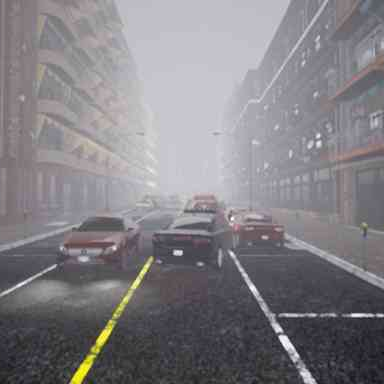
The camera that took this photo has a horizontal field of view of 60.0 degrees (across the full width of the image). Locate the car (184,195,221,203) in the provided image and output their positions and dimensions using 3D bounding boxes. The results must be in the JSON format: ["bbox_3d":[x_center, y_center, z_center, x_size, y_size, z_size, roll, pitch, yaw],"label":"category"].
[{"bbox_3d":[0.761,1.276,20.774,2.097,1.767,4.553,0,0,-3],"label":"car"}]

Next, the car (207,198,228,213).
[{"bbox_3d":[2.711,1.428,36.296,1.887,1.381,4.507,1,0,0],"label":"car"}]

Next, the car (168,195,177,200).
[{"bbox_3d":[-4.994,1.396,86.163,1.947,1.339,4.313,1,0,0],"label":"car"}]

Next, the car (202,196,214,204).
[{"bbox_3d":[2.790,1.388,58.420,1.887,1.381,4.507,1,0,0],"label":"car"}]

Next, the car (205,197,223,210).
[{"bbox_3d":[2.731,1.421,41.828,2.008,1.369,4.403,1,0,0],"label":"car"}]

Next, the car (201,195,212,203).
[{"bbox_3d":[2.809,1.382,63.950,1.887,1.381,4.507,1,0,0],"label":"car"}]

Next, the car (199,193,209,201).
[{"bbox_3d":[2.839,1.144,80.543,2.192,1.841,5.009,1,0,0],"label":"car"}]

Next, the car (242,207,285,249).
[{"bbox_3d":[2.633,1.490,14.174,1.887,1.381,4.507,1,0,0],"label":"car"}]

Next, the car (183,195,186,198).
[{"bbox_3d":[0.170,1.424,47.099,1.994,1.385,4.181,0,0,1],"label":"car"}]

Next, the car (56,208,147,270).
[{"bbox_3d":[-2.811,1.482,10.987,1.812,1.442,4.674,0,0,0],"label":"car"}]

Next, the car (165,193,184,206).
[{"bbox_3d":[-2.651,1.204,52.136,2.097,1.767,4.553,0,0,0],"label":"car"}]

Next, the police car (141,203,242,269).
[{"bbox_3d":[0.314,1.381,11.231,1.930,1.638,5.238,0,0,15],"label":"police car"}]

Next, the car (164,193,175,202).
[{"bbox_3d":[-5.026,1.147,75.100,2.192,1.841,5.009,1,0,0],"label":"car"}]

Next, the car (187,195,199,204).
[{"bbox_3d":[0.217,1.331,61.571,2.128,1.511,4.902,0,0,0],"label":"car"}]

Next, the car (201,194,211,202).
[{"bbox_3d":[2.839,1.274,69.482,1.967,1.590,4.097,1,0,0],"label":"car"}]

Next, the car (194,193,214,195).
[{"bbox_3d":[0.919,1.131,26.882,2.150,2.045,5.566,0,0,0],"label":"car"}]

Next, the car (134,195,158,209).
[{"bbox_3d":[-5.169,1.410,36.218,1.752,1.417,4.829,2,0,0],"label":"car"}]

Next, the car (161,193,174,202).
[{"bbox_3d":[-5.046,1.150,69.570,2.192,1.841,5.009,1,0,0],"label":"car"}]

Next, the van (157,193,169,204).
[{"bbox_3d":[-5.086,1.185,58.509,1.690,1.788,3.998,1,0,0],"label":"van"}]

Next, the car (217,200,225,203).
[{"bbox_3d":[2.654,1.452,19.876,1.752,1.417,4.829,1,0,0],"label":"car"}]

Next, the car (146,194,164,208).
[{"bbox_3d":[-5.143,1.186,41.919,2.192,1.841,5.009,2,0,0],"label":"car"}]

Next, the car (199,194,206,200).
[{"bbox_3d":[2.874,1.272,91.607,1.967,1.590,4.097,1,0,0],"label":"car"}]
